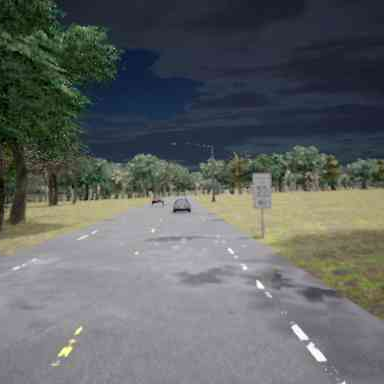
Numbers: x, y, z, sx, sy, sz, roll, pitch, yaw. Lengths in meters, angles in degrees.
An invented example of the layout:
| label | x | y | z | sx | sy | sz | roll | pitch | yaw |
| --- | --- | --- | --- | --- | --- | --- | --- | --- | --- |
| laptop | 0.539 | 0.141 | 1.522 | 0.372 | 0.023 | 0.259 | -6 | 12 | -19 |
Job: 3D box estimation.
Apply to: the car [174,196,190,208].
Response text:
| label | x | y | z | sx | sy | sz | roll | pitch | yaw |
| --- | --- | --- | --- | --- | --- | --- | --- | --- | --- |
| car | -1.445 | 1.400 | 48.033 | 2.128 | 1.511 | 4.902 | -2 | 1 | -1 |

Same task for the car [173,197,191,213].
| label | x | y | z | sx | sy | sz | roll | pitch | yaw |
| --- | --- | --- | --- | --- | --- | --- | --- | --- | --- |
| car | -1.096 | 1.541 | 37.062 | 1.994 | 1.385 | 4.181 | -2 | 0 | -1 |

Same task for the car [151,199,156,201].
| label | x | y | z | sx | sy | sz | roll | pitch | yaw |
| --- | --- | --- | --- | --- | --- | --- | --- | --- | --- |
| car | -5.038 | 1.246 | 49.378 | 1.895 | 1.301 | 4.718 | -2 | 0 | -2 |
